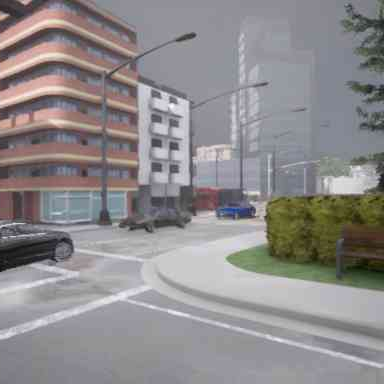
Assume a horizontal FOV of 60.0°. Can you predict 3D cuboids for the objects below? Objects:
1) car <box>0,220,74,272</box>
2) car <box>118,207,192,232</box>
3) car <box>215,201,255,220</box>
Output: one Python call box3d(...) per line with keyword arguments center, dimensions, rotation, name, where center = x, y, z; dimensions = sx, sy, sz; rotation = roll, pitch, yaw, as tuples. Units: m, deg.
box3d(center=(-5.466, 1.572, 9.685), dimensions=(2.128, 1.511, 4.902), rotation=(-1, -1, 16), name="car")
box3d(center=(-2.159, 1.661, 21.265), dimensions=(2.033, 1.411, 5.357), rotation=(-1, 0, 36), name="car")
box3d(center=(3.927, 1.591, 29.710), dimensions=(1.882, 1.535, 5.008), rotation=(-1, 0, 36), name="car")
